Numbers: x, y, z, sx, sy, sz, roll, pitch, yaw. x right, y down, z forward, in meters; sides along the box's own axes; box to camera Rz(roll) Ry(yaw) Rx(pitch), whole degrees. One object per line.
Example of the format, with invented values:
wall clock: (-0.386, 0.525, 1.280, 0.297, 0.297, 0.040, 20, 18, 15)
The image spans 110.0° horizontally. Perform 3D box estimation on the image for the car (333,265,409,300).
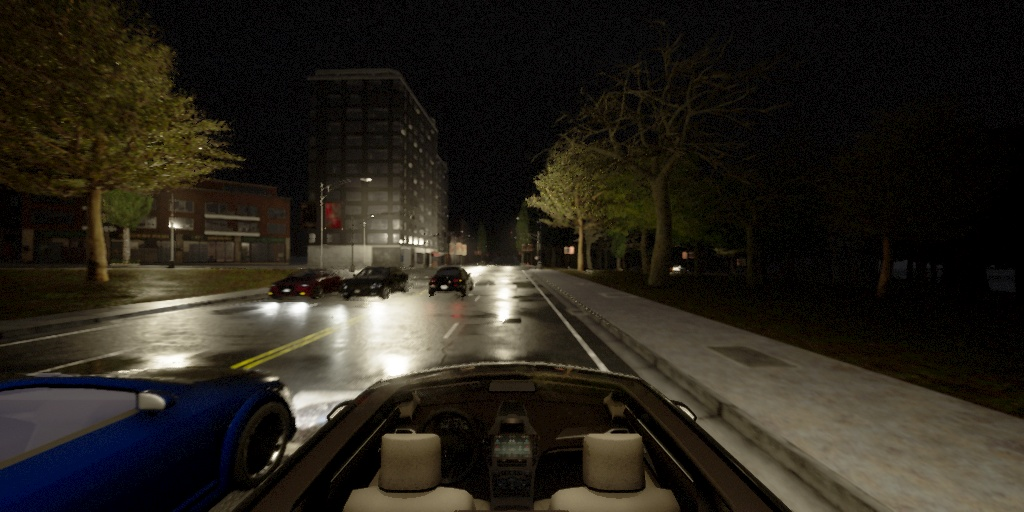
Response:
car: (-6.591, 1.235, 17.791, 1.882, 1.535, 5.008, 0, 0, 0)

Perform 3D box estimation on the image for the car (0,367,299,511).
car: (-3.152, 1.314, 1.914, 1.994, 1.385, 4.181, 0, 0, 0)

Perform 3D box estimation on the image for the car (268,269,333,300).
car: (-9.842, 1.321, 17.631, 1.994, 1.385, 4.181, 0, 0, 0)

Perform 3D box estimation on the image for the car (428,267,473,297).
car: (-3.155, 1.284, 18.943, 1.812, 1.442, 4.674, 0, 0, 0)
